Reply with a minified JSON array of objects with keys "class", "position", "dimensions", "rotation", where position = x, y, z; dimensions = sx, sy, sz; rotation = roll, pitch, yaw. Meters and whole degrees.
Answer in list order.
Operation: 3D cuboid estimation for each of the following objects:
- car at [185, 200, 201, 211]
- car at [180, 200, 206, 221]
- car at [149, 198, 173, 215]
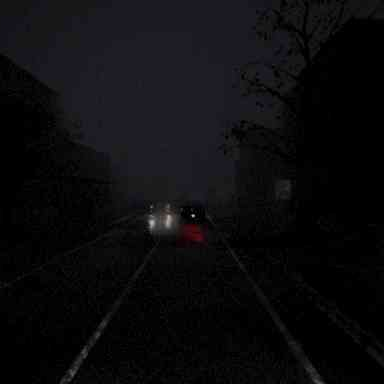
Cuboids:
[{"class":"car","position":[0.082,1.714,43.045],"dimensions":[1.994,1.385,4.181],"rotation":[0,-1,0]},{"class":"car","position":[0.089,1.500,26.753],"dimensions":[1.837,1.490,4.892],"rotation":[0,0,0]},{"class":"car","position":[-3.107,1.379,34.085],"dimensions":[2.097,1.767,4.553],"rotation":[0,-1,0]}]
